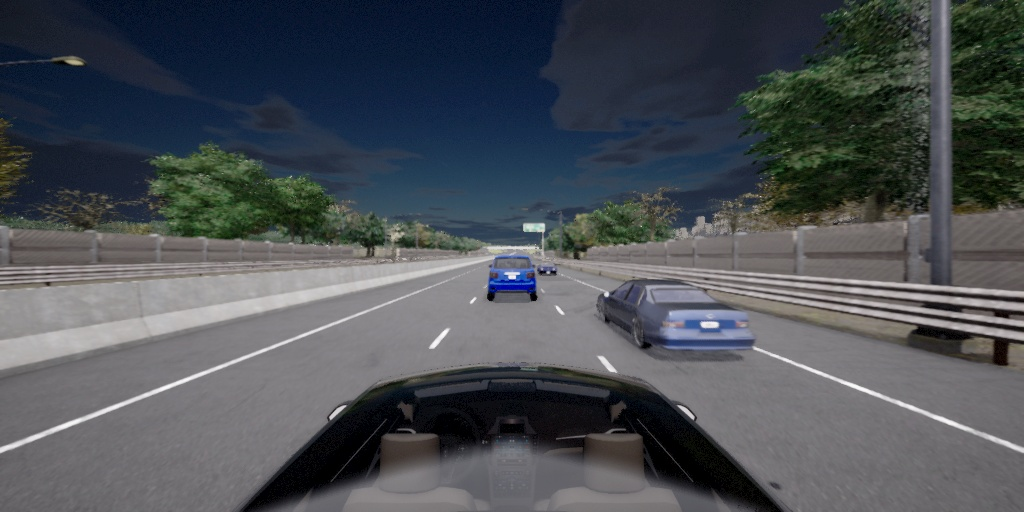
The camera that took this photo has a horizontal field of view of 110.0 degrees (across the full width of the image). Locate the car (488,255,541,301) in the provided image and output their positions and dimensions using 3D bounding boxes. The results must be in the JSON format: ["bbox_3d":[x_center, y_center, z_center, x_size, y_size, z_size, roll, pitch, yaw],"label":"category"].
[{"bbox_3d":[0.010,0.972,17.643,2.150,2.045,5.566,0,0,0],"label":"car"}]

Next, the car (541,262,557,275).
[{"bbox_3d":[3.610,1.332,38.008,1.895,1.301,4.718,0,0,0],"label":"car"}]

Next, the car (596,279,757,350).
[{"bbox_3d":[3.602,1.299,9.040,2.033,1.411,5.357,0,0,0],"label":"car"}]
